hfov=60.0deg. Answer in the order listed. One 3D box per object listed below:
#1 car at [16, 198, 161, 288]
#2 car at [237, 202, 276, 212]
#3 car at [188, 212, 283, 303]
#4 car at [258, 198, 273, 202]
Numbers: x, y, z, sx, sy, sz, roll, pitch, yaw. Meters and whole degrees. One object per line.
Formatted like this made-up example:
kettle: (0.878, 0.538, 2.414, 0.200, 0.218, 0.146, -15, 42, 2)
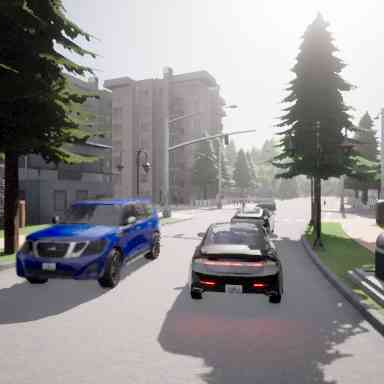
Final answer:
car: (-2.523, 1.222, 9.756, 2.150, 2.045, 5.566, 0, 0, 11)
car: (3.231, 1.491, 17.375, 2.128, 1.511, 4.902, 0, 0, 18)
car: (1.105, 1.492, 8.268, 2.128, 1.511, 4.902, 0, 0, 9)
car: (8.604, 1.504, 38.993, 1.882, 1.535, 5.008, -1, -1, 8)
